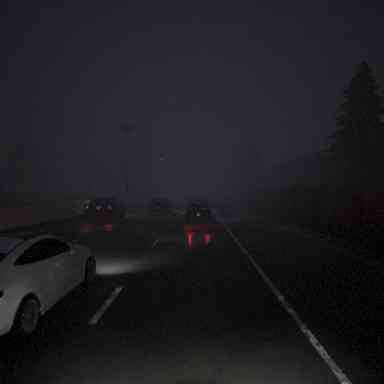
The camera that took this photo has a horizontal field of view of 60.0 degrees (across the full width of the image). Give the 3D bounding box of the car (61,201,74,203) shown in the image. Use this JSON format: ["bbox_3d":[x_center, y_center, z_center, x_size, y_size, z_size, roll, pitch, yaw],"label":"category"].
[{"bbox_3d":[-16.825,1.126,44.718,2.128,1.511,4.902,0,0,1],"label":"car"}]

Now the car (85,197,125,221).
[{"bbox_3d":[-6.509,1.150,25.362,2.097,1.767,4.553,0,0,1],"label":"car"}]

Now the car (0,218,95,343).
[{"bbox_3d":[-3.290,1.472,6.226,1.812,1.442,4.674,0,0,1],"label":"car"}]

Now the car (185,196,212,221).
[{"bbox_3d":[0.482,1.308,24.896,2.128,1.511,4.902,0,1,1],"label":"car"}]

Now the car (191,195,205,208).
[{"bbox_3d":[0.767,1.209,42.902,1.812,1.442,4.674,0,0,1],"label":"car"}]

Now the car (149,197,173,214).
[{"bbox_3d":[-2.911,1.237,31.498,1.882,1.535,5.008,0,0,1],"label":"car"}]
